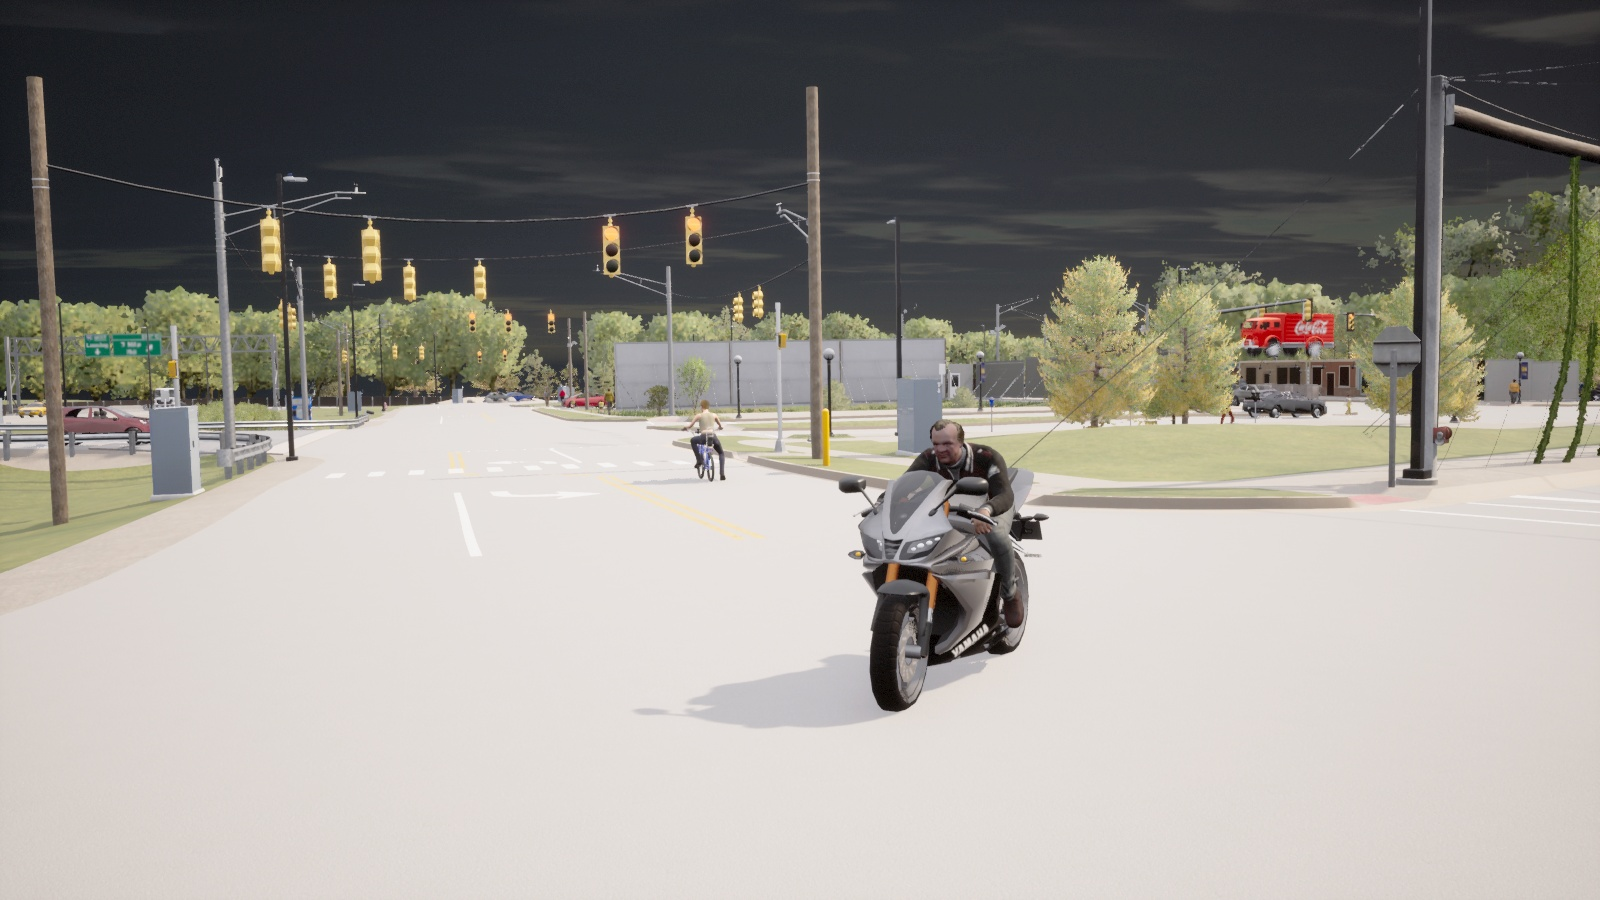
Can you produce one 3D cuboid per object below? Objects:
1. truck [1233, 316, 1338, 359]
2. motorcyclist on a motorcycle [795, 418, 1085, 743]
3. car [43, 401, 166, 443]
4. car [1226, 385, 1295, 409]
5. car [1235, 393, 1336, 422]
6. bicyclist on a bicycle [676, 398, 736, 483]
[{"bbox_3d":[29.000,-6.729,75.100,5.204,2.467,2.627,-1,6,-15],"label":"truck"},{"bbox_3d":[0.896,0.607,7.232,0.866,1.530,2.191,0,3,29],"label":"motorcyclist on a motorcycle"},{"bbox_3d":[-26.072,-1.087,47.187,3.633,1.501,1.845,-1,3,-11],"label":"car"},{"bbox_3d":[33.335,-3.855,91.027,2.152,1.651,5.027,-2,4,-15],"label":"car"},{"bbox_3d":[26.550,-2.333,68.678,4.902,1.511,2.128,-1,3,-20],"label":"car"},{"bbox_3d":[-1.884,-0.210,24.951,0.866,1.612,1.509,-2,3,-16],"label":"bicyclist on a bicycle"}]
